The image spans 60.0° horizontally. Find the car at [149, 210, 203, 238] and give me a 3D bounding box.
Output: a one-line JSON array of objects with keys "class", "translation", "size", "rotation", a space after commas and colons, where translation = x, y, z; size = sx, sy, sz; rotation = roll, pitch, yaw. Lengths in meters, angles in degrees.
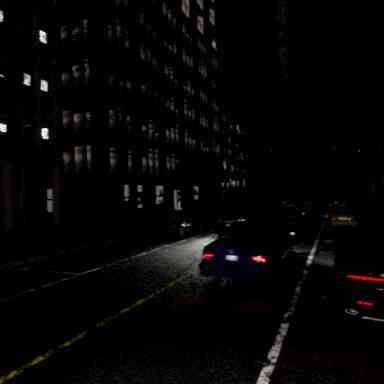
[{"class": "car", "translation": [-0.741, 1.686, 18.421], "size": [2.008, 1.369, 4.403], "rotation": [-2, 0, 23]}]

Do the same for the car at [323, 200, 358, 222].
[{"class": "car", "translation": [9.277, 1.429, 20.472], "size": [1.752, 1.417, 4.829], "rotation": [-2, 0, 23]}]

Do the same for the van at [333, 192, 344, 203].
[{"class": "van", "translation": [27.328, 1.015, 62.148], "size": [1.690, 1.788, 3.998], "rotation": [-2, 0, 23]}]

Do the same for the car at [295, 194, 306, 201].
[{"class": "car", "translation": [26.442, 1.334, 81.166], "size": [2.008, 1.369, 4.403], "rotation": [-2, 0, 23]}]

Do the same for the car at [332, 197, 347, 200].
[{"class": "car", "translation": [13.742, 1.404, 30.776], "size": [2.008, 1.369, 4.403], "rotation": [-2, 0, 23]}]

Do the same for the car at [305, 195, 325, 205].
[{"class": "car", "translation": [16.102, 1.364, 42.989], "size": [1.837, 1.490, 4.892], "rotation": [-2, 0, 23]}]

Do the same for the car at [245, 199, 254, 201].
[{"class": "car", "translation": [3.721, 1.613, 28.722], "size": [1.752, 1.417, 4.829], "rotation": [-2, 0, 23]}]

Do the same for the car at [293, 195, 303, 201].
[{"class": "car", "translation": [24.178, 1.399, 75.938], "size": [1.802, 1.307, 4.206], "rotation": [-2, 0, 23]}]

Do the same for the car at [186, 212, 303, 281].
[{"class": "car", "translation": [1.926, 1.565, 10.010], "size": [2.033, 1.411, 5.357], "rotation": [-2, 0, 24]}]

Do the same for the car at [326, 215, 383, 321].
[{"class": "car", "translation": [3.920, 1.454, 6.959], "size": [1.837, 1.490, 4.892], "rotation": [-2, 0, 23]}]

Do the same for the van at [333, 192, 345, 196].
[{"class": "van", "translation": [18.267, 1.138, 41.234], "size": [1.690, 1.788, 3.998], "rotation": [-2, 0, 23]}]

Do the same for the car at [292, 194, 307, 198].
[{"class": "car", "translation": [19.265, 1.418, 57.986], "size": [1.994, 1.385, 4.181], "rotation": [-2, 0, 24]}]

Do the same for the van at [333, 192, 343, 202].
[{"class": "van", "translation": [29.593, 0.983, 67.378], "size": [1.690, 1.788, 3.998], "rotation": [-2, 0, 23]}]

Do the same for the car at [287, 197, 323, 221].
[{"class": "car", "translation": [9.140, 1.420, 26.666], "size": [1.882, 1.535, 5.008], "rotation": [-2, 0, 23]}]

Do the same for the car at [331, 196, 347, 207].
[{"class": "car", "translation": [20.538, 1.312, 46.461], "size": [1.887, 1.381, 4.507], "rotation": [-2, 0, 23]}]

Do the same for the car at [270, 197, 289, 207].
[{"class": "car", "translation": [12.851, 1.540, 49.793], "size": [1.947, 1.339, 4.313], "rotation": [-2, 0, 23]}]

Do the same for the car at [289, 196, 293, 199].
[{"class": "car", "translation": [17.382, 1.495, 60.251], "size": [1.802, 1.307, 4.206], "rotation": [-2, 0, 23]}]

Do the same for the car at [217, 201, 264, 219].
[{"class": "car", "translation": [2.959, 1.549, 20.447], "size": [2.128, 1.511, 4.902], "rotation": [-2, 0, 23]}]

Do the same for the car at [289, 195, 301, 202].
[{"class": "car", "translation": [21.911, 1.394, 70.709], "size": [1.887, 1.381, 4.507], "rotation": [-2, 0, 23]}]
